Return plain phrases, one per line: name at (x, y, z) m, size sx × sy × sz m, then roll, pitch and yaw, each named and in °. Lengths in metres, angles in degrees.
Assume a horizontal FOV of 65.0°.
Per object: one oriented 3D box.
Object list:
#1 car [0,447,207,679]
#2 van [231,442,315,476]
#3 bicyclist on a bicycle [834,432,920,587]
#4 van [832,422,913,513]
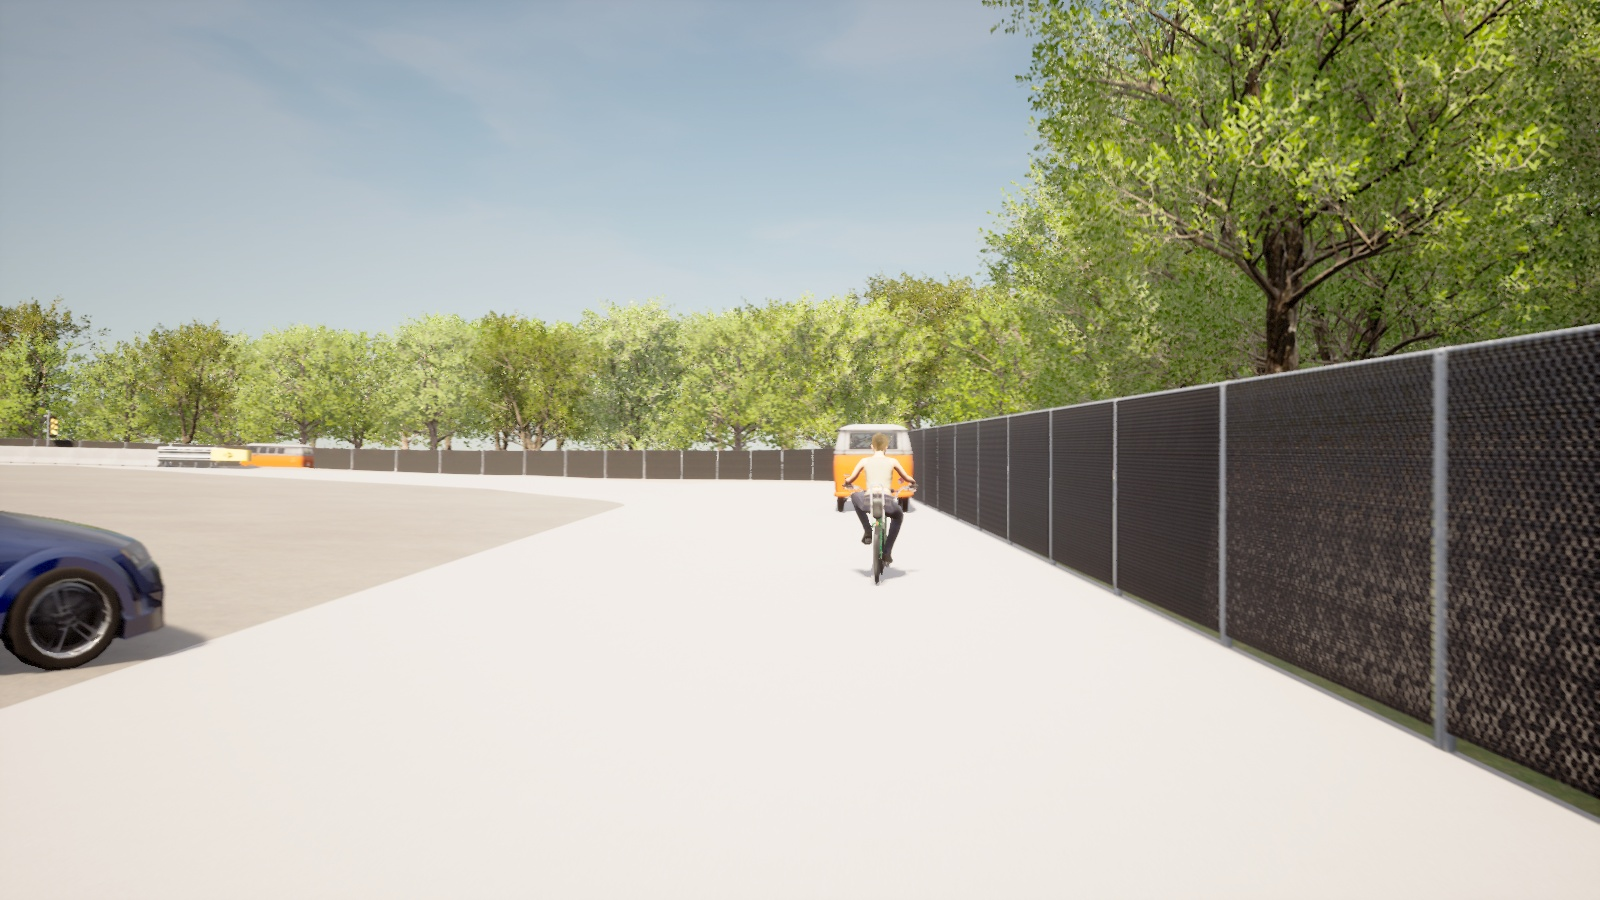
car at (-6.283, 0.666, 7.802) m, size 1.994 × 1.385 × 4.181 m, roll 3°, pitch 0°, yaw 38°
van at (-32.717, 0.560, 78.061) m, size 4.442 × 1.987 × 1.775 m, roll 1°, pitch -2°, yaw 5°
bicyclist on a bicycle at (0.877, 0.620, 13.910) m, size 0.866 × 1.612 × 1.509 m, roll 0°, pitch 0°, yaw 6°
van at (1.688, 0.386, 29.756) m, size 1.775 × 1.987 × 4.442 m, roll 0°, pitch 0°, yaw 2°
